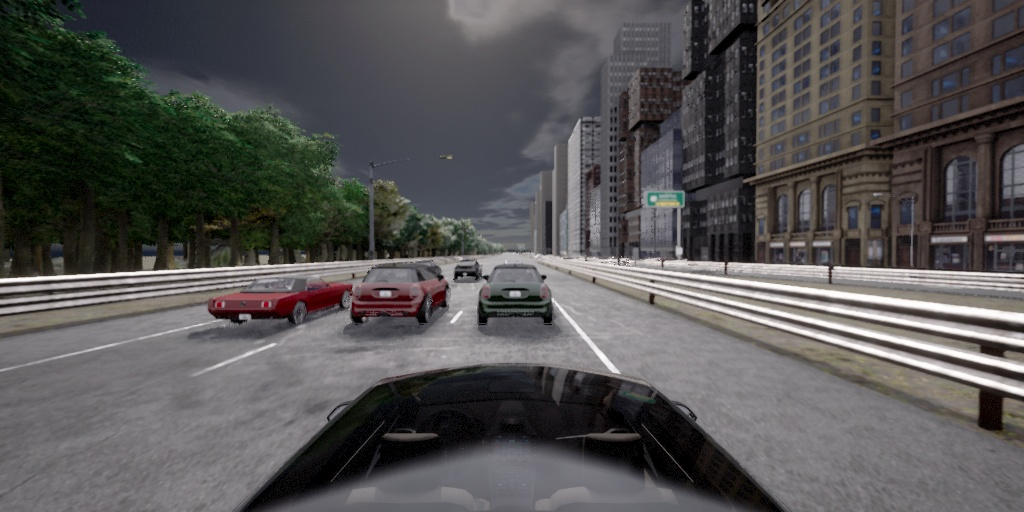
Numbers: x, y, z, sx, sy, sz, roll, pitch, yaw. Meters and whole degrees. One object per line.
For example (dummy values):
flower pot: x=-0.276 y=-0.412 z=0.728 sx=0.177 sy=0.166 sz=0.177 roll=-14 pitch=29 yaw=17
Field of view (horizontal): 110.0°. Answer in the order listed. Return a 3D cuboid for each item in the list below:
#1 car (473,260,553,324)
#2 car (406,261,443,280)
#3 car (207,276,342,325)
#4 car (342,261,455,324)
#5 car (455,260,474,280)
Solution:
car: x=0.095 y=1.023 z=11.751 sx=2.097 sy=1.767 sz=4.553 roll=0 pitch=0 yaw=0
car: x=-6.892 y=1.109 z=28.687 sx=1.994 sy=1.385 sz=4.181 roll=0 pitch=0 yaw=0
car: x=-6.902 y=1.274 z=11.506 sx=1.895 sy=1.301 sz=4.718 roll=0 pitch=0 yaw=0
car: x=-3.405 y=1.023 z=11.799 sx=2.097 sy=1.767 sz=4.553 roll=0 pitch=0 yaw=0
car: x=-3.393 y=1.053 z=28.308 sx=1.837 sy=1.490 sz=4.892 roll=0 pitch=0 yaw=0
